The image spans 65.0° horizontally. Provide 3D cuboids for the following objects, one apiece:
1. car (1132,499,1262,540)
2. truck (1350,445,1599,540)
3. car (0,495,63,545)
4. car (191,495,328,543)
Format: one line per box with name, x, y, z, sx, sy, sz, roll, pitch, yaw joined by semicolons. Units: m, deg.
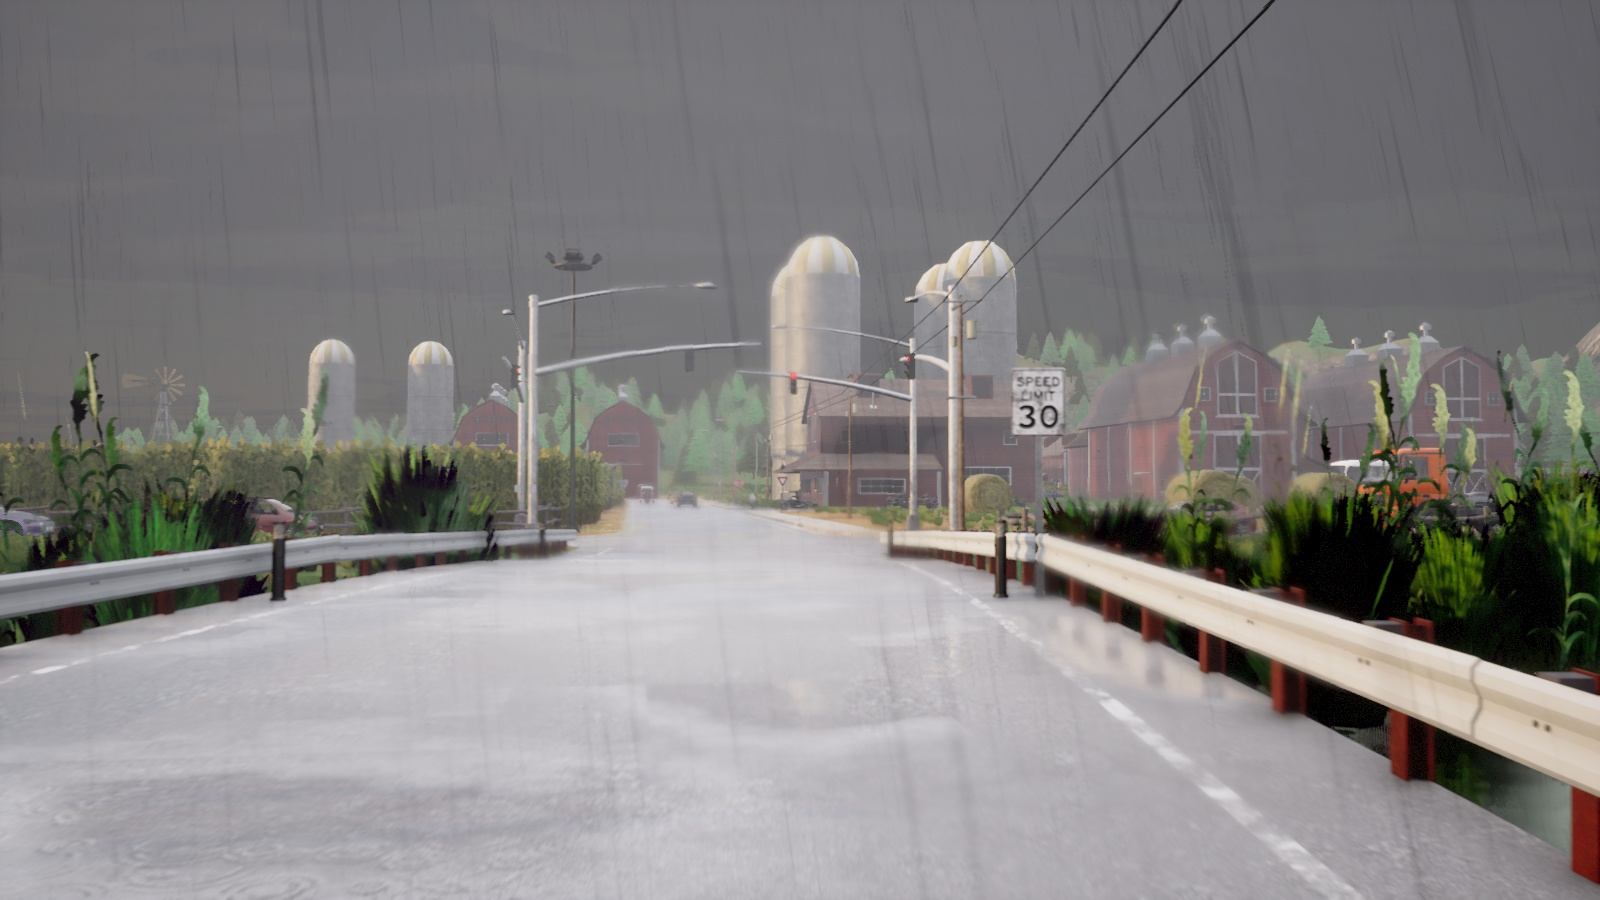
car;14.676;2.570;46.521;4.193;1.474;1.816;0;-2;-5
truck;25.348;1.613;47.425;7.936;3.462;2.891;0;-2;-5
car;-27.946;2.352;42.391;4.856;1.649;2.033;0;-2;-7
car;-18.698;2.366;43.602;3.988;1.617;1.851;0;-2;-7
